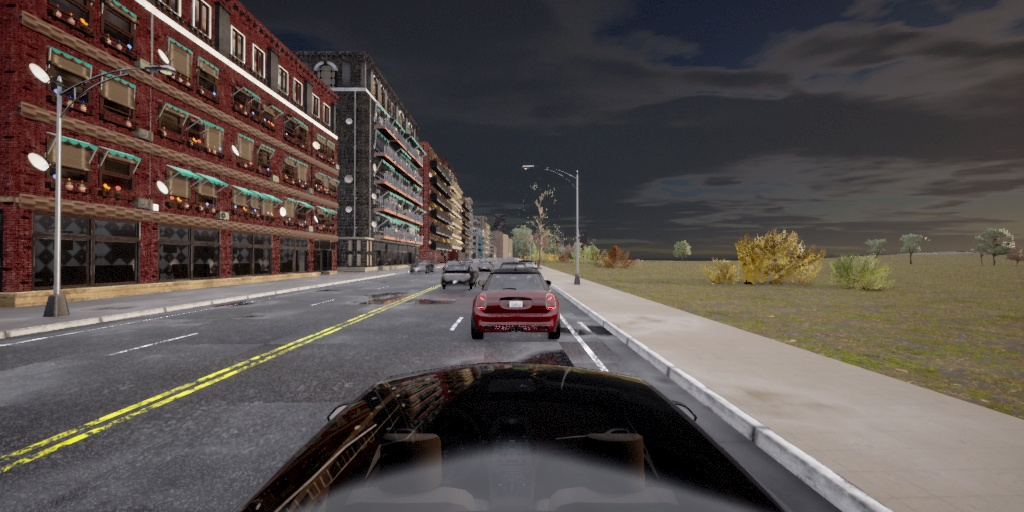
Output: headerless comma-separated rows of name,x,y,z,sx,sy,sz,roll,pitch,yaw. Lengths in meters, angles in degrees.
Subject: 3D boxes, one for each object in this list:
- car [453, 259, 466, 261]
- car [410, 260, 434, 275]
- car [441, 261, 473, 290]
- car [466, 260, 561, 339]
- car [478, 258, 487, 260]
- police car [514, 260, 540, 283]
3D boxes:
car,-6.647,1.258,40.240,1.837,1.490,4.892,0,0,0
car,-9.897,1.245,39.693,2.128,1.511,4.902,0,0,0
car,-3.176,1.244,22.479,2.128,1.511,4.902,0,0,0
car,0.082,1.104,10.196,2.097,1.767,4.553,0,0,0
car,-3.201,1.316,44.244,1.994,1.385,4.181,0,0,0
police car,1.104,1.179,29.464,1.930,1.638,5.238,0,0,0
